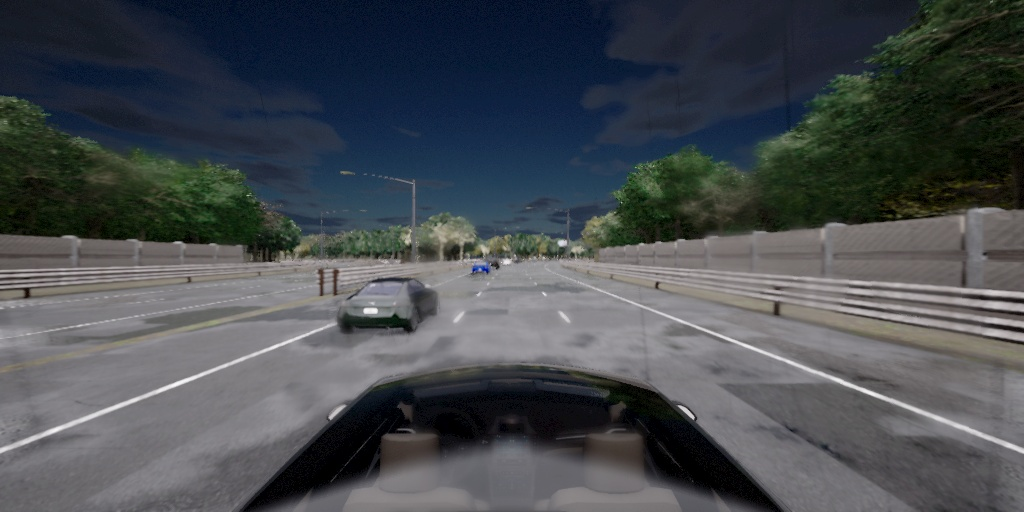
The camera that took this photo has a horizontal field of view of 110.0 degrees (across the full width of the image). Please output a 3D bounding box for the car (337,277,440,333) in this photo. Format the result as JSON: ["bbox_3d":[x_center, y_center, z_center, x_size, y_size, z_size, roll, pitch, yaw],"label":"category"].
[{"bbox_3d":[-3.503,1.337,10.894,1.994,1.385,4.181,0,0,0],"label":"car"}]

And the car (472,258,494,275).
[{"bbox_3d":[-3.472,1.338,41.503,1.882,1.535,5.008,0,0,1],"label":"car"}]

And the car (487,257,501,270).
[{"bbox_3d":[-3.077,1.134,57.676,2.150,2.045,5.566,0,0,3],"label":"car"}]
